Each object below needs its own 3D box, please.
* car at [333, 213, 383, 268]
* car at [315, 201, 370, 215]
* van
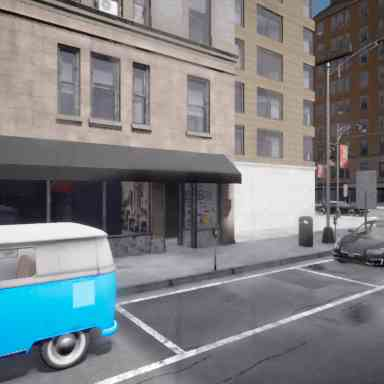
[{"bbox_3d":[6.278,1.551,10.666,4.403,1.369,2.008,0,0,-35],"label":"car"},{"bbox_3d":[13.814,1.524,30.933,1.895,1.301,4.718,0,0,-35],"label":"car"},{"bbox_3d":[-2.942,1.341,4.092,3.998,1.788,1.690,0,0,-35],"label":"van"}]
